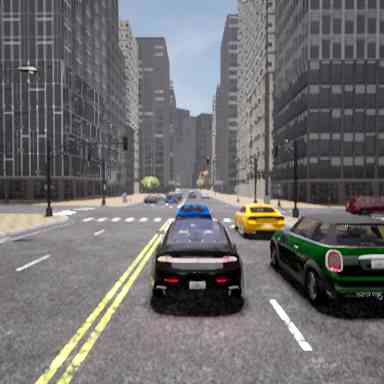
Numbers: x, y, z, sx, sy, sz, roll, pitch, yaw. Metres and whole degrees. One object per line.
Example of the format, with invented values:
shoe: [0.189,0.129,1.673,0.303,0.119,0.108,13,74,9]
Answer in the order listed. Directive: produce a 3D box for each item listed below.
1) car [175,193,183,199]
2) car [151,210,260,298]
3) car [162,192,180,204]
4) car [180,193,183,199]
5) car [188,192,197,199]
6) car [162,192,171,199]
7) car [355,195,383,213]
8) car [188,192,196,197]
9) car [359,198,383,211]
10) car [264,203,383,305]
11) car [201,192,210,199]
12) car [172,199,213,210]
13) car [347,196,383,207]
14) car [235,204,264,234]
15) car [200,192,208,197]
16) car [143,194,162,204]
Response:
car: [-3.184,0.887,82.873,1.812,1.442,4.674,0,0,0]
car: [0.104,1.431,8.362,2.128,1.511,4.902,0,0,0]
car: [-3.285,1.134,53.260,1.812,1.442,4.674,0,1,0]
car: [-3.201,1.049,68.400,1.994,1.385,4.181,0,1,0]
car: [0.065,0.738,80.636,2.097,1.767,4.553,0,0,0]
car: [-6.434,0.852,83.851,1.837,1.490,4.892,0,0,0]
car: [19.999,1.261,35.163,4.553,1.767,2.097,0,1,1]
car: [0.073,0.666,90.668,2.128,1.511,4.902,0,0,0]
car: [21.839,1.391,37.733,4.829,1.417,1.752,1,1,1]
car: [3.356,1.294,8.074,2.097,1.767,4.553,0,0,0]
car: [3.315,0.978,80.695,1.895,1.301,4.718,0,0,0]
car: [0.117,1.349,17.866,1.882,1.535,5.008,0,0,1]
car: [16.224,1.323,29.451,5.009,1.841,2.192,1,1,1]
car: [3.362,1.353,17.253,1.882,1.535,5.008,0,0,0]
car: [3.323,0.735,90.696,1.895,1.301,4.718,0,0,0]
car: [-6.533,1.156,53.041,2.033,1.411,5.357,0,0,0]
